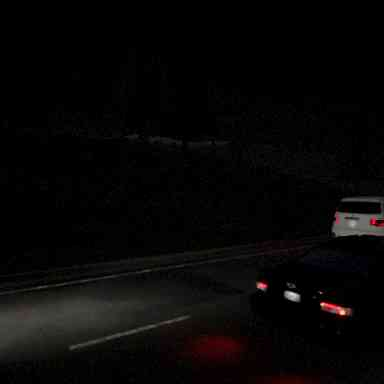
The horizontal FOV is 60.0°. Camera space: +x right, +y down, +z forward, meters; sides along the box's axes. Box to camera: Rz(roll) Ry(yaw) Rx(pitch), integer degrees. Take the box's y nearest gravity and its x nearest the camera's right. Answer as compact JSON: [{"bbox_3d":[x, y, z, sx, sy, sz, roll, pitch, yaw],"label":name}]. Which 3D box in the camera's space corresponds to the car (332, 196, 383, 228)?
[{"bbox_3d":[8.017,1.195,13.517,5.566,2.045,2.150,0,0,-34],"label":"car"}]

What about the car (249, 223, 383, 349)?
[{"bbox_3d":[3.494,1.535,6.176,5.357,1.411,2.033,0,0,-35],"label":"car"}]
